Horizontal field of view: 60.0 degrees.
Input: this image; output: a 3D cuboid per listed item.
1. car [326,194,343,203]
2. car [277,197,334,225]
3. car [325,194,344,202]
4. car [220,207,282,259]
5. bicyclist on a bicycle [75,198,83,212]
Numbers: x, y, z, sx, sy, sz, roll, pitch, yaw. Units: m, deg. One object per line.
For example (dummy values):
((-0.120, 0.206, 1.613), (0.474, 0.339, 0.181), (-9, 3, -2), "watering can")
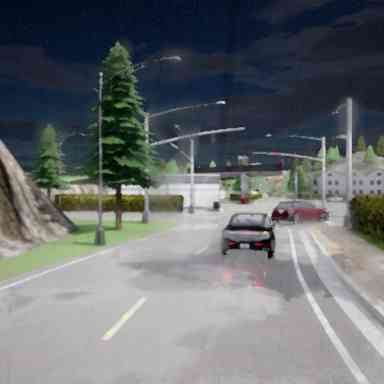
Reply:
((32.905, 1.780, 77.281), (3.806, 1.475, 1.970), (0, 0, 15), "car")
((8.279, 1.481, 25.283), (4.553, 1.767, 2.097), (0, 0, -33), "car")
((34.355, 1.513, 80.335), (3.866, 1.878, 1.905), (0, 0, 15), "car")
((2.314, 1.550, 13.041), (2.128, 1.511, 4.902), (0, 0, 15), "car")
((-13.382, 1.565, 39.514), (0.582, 1.620, 1.656), (0, 0, 14), "bicyclist on a bicycle")
